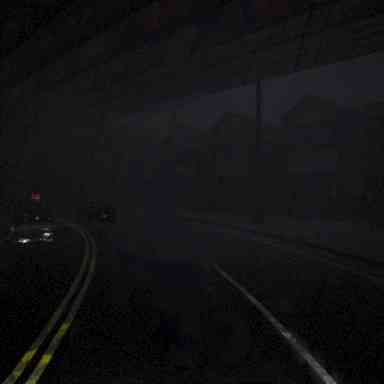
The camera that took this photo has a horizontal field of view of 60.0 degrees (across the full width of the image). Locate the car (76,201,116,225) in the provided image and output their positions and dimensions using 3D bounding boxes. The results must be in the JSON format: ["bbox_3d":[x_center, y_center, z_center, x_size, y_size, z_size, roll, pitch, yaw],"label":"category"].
[{"bbox_3d":[-6.770,1.384,23.201,1.882,1.535,5.008,0,0,-29],"label":"car"}]

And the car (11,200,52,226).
[{"bbox_3d":[-11.173,1.511,23.308,1.994,1.385,4.181,0,0,-34],"label":"car"}]
